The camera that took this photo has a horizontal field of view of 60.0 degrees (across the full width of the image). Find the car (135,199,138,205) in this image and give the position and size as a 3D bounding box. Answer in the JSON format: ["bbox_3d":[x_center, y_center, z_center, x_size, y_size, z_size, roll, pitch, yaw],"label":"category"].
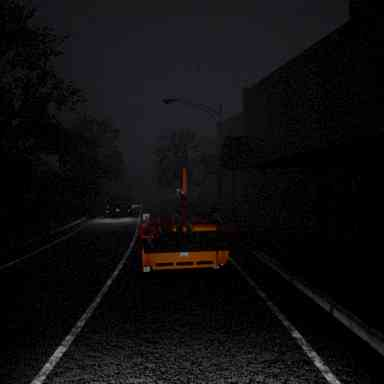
[{"bbox_3d":[-10.326,1.571,56.789,1.994,1.385,4.181,-1,0,-8],"label":"car"}]

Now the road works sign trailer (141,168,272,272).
[{"bbox_3d":[0.028,0.791,7.719,2.380,2.880,3.560,0,0,-10],"label":"road works sign trailer"}]

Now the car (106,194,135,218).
[{"bbox_3d":[-6.809,1.232,31.436,2.150,2.045,5.566,-1,0,-8],"label":"car"}]
